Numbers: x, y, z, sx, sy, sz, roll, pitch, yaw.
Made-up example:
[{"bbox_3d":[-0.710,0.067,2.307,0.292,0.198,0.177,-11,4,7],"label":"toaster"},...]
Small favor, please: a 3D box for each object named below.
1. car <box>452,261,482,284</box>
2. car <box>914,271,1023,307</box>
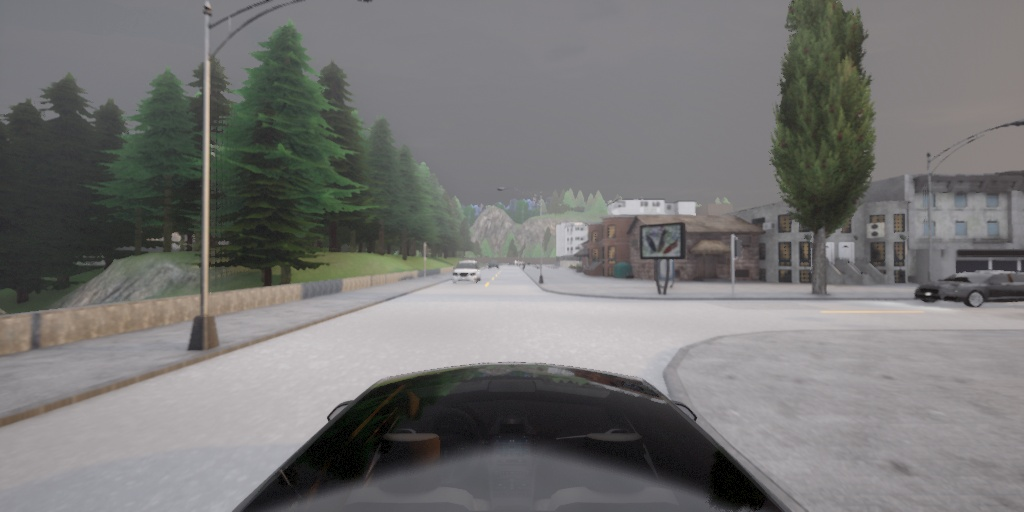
[{"bbox_3d":[-3.989,1.465,32.354,2.150,2.045,5.566,0,1,0],"label":"car"},{"bbox_3d":[20.846,1.429,15.878,4.892,1.490,1.837,0,-1,0],"label":"car"}]
